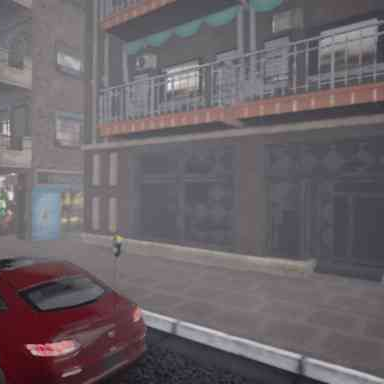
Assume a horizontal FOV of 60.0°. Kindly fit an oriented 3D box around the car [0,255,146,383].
[{"bbox_3d":[-2.489,1.573,4.635,4.206,1.307,1.802,0,1,35],"label":"car"}]
